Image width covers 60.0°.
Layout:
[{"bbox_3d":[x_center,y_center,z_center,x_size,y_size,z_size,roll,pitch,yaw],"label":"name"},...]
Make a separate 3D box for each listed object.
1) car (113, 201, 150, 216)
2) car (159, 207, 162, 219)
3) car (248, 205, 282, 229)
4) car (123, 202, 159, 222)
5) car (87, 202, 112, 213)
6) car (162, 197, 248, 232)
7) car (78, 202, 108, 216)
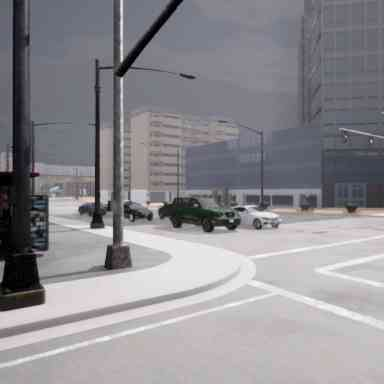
[{"bbox_3d":[-6.903,1.836,37.626,2.128,1.511,4.902,0,-1,-36],"label":"car"},{"bbox_3d":[-1.391,1.735,30.083,1.812,1.442,4.674,0,-1,-36],"label":"car"},{"bbox_3d":[3.908,1.630,22.695,1.812,1.442,4.674,0,-1,-35],"label":"car"},{"bbox_3d":[-5.165,1.737,29.264,1.837,1.490,4.892,0,-1,-36],"label":"car"},{"bbox_3d":[-12.734,2.055,45.719,1.994,1.385,4.181,0,-1,-35],"label":"car"},{"bbox_3d":[0.641,1.331,21.264,2.150,2.045,5.566,0,-1,-36],"label":"car"},{"bbox_3d":[-11.411,1.935,37.880,2.033,1.411,5.357,0,-1,-36],"label":"car"}]
